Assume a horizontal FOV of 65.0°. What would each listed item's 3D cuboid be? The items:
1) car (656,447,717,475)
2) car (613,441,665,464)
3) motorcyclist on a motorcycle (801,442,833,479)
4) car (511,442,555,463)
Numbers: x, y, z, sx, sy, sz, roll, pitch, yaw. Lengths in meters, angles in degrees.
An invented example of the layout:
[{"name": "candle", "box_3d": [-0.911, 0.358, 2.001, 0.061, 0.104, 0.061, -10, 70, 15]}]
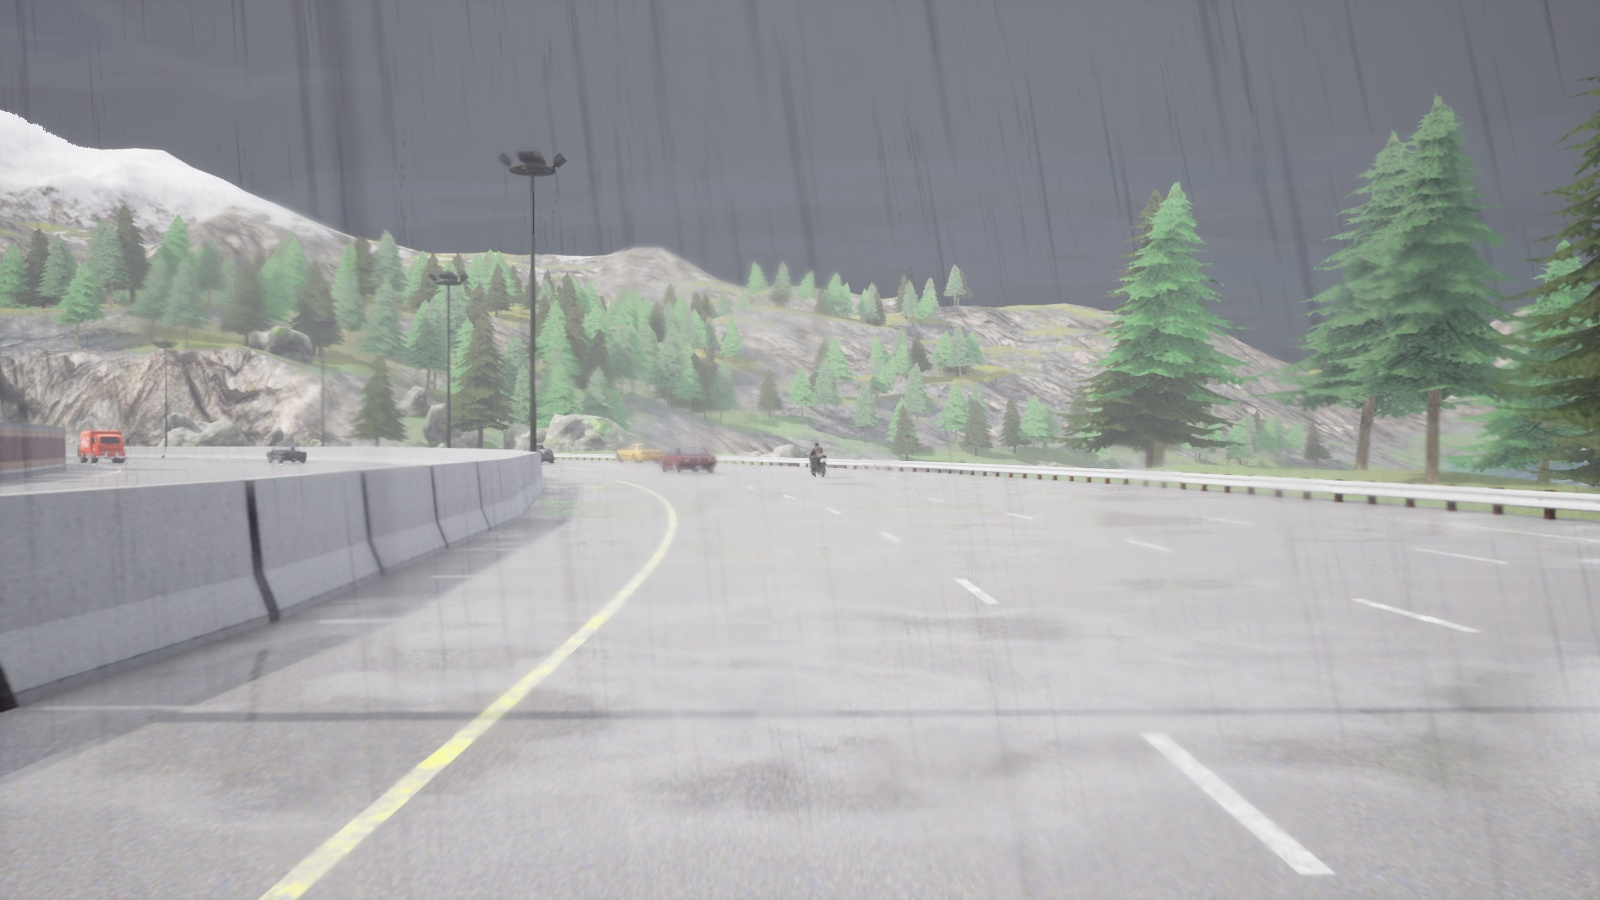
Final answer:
[{"name": "car", "box_3d": [-5.630, 0.494, 61.781, 1.895, 1.301, 4.718, 0, 0, -20]}, {"name": "car", "box_3d": [-11.765, 0.161, 91.308, 1.801, 1.575, 5.366, 0, 0, -30]}, {"name": "motorcyclist on a motorcycle", "box_3d": [0.708, 0.426, 53.668, 0.797, 1.523, 2.044, -1, 1, -16]}, {"name": "car", "box_3d": [-19.182, 0.189, 90.050, 1.970, 1.475, 3.806, 0, 0, -31]}]
